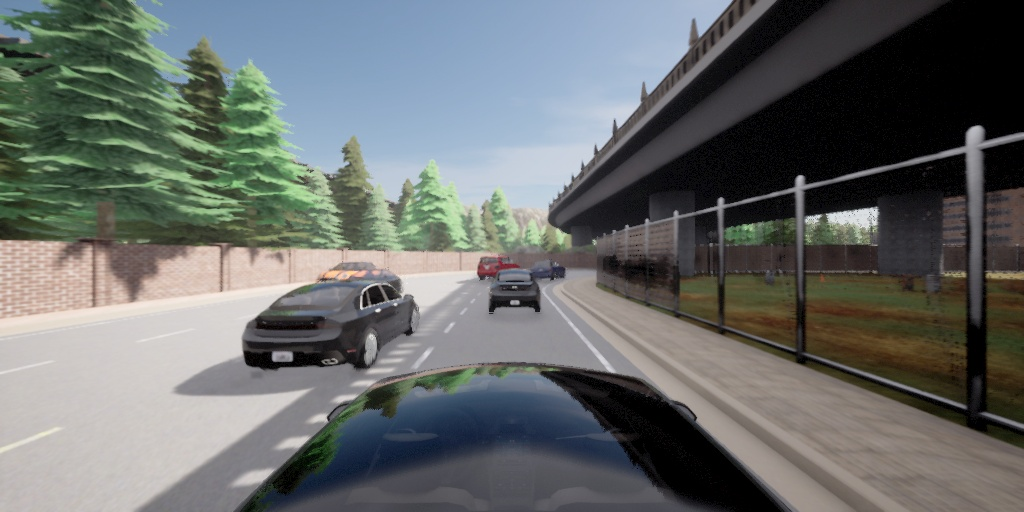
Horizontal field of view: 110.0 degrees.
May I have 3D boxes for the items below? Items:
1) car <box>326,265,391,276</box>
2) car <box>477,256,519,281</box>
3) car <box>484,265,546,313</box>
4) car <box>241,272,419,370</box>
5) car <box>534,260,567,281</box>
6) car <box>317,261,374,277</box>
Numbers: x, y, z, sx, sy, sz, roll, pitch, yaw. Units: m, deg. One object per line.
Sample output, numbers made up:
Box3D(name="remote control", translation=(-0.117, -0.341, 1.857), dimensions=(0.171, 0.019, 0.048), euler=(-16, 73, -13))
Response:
Box3D(name="car", translation=(-6.862, 1.335, 17.609), dimensions=(1.994, 1.385, 4.181), euler=(0, 0, 3))
Box3D(name="car", translation=(-0.966, 1.008, 30.234), dimensions=(2.150, 2.045, 5.566), euler=(0, 0, 21))
Box3D(name="car", translation=(0.101, 1.270, 14.038), dimensions=(1.837, 1.490, 4.892), euler=(0, 0, 0))
Box3D(name="car", translation=(-3.407, 1.262, 7.751), dimensions=(1.837, 1.490, 4.892), euler=(0, 0, 0))
Box3D(name="car", translation=(3.189, 1.139, 30.731), dimensions=(2.097, 1.767, 4.553), euler=(0, 0, 24))
Box3D(name="car", translation=(-9.969, 1.129, 22.138), dimensions=(2.097, 1.767, 4.553), euler=(0, 0, 6))
